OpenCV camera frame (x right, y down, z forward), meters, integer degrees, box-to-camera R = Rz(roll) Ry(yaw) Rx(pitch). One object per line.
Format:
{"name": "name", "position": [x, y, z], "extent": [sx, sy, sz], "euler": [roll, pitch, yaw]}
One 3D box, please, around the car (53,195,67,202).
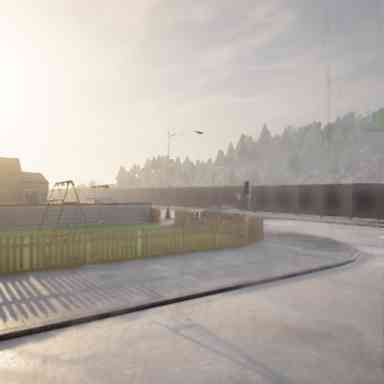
{"name": "car", "position": [-27.705, 1.500, 69.331], "extent": [2.097, 1.767, 4.553], "euler": [1, 0, -36]}

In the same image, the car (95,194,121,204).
{"name": "car", "position": [-12.035, 1.367, 47.380], "extent": [2.150, 2.045, 5.566], "euler": [1, 0, -36]}

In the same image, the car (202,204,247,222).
{"name": "car", "position": [2.591, 1.709, 26.868], "extent": [1.994, 1.385, 4.181], "euler": [1, 0, -36]}
